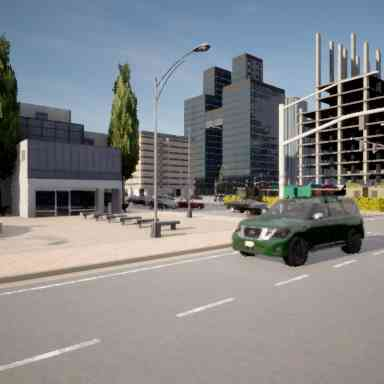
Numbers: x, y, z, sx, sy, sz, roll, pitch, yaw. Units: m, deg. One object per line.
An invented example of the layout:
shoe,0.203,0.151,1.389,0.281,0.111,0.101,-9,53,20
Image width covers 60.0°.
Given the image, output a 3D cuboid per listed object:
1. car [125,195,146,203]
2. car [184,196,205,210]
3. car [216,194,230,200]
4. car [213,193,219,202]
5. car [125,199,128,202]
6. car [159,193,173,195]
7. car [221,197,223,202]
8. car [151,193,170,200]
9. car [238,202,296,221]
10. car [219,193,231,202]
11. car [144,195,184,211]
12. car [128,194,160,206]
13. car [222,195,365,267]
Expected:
car,-11.717,1.491,68.910,2.128,1.511,4.902,0,0,-38
car,-0.428,1.601,42.894,1.895,1.301,4.718,0,0,-38
car,8.798,1.395,94.140,3.806,1.475,1.970,0,0,-40
car,6.165,1.156,69.992,3.866,1.878,1.905,0,0,-40
car,-15.228,1.505,67.713,1.837,1.490,4.892,0,0,-38
car,-6.380,1.156,85.082,3.866,1.878,1.905,0,0,-40
car,5.774,1.492,34.998,2.128,1.511,4.902,0,0,-38
car,-8.185,1.153,87.346,4.605,1.855,1.932,0,0,-40
car,6.354,1.601,28.598,1.895,1.301,4.718,0,0,-38
car,8.003,1.395,67.756,3.806,1.475,1.970,0,0,-40
car,-3.545,1.504,41.198,1.837,1.490,4.892,0,0,-38
car,-7.402,1.489,51.804,2.128,1.511,4.902,0,0,-38
car,3.950,1.221,11.771,5.566,2.045,2.150,0,0,-37
